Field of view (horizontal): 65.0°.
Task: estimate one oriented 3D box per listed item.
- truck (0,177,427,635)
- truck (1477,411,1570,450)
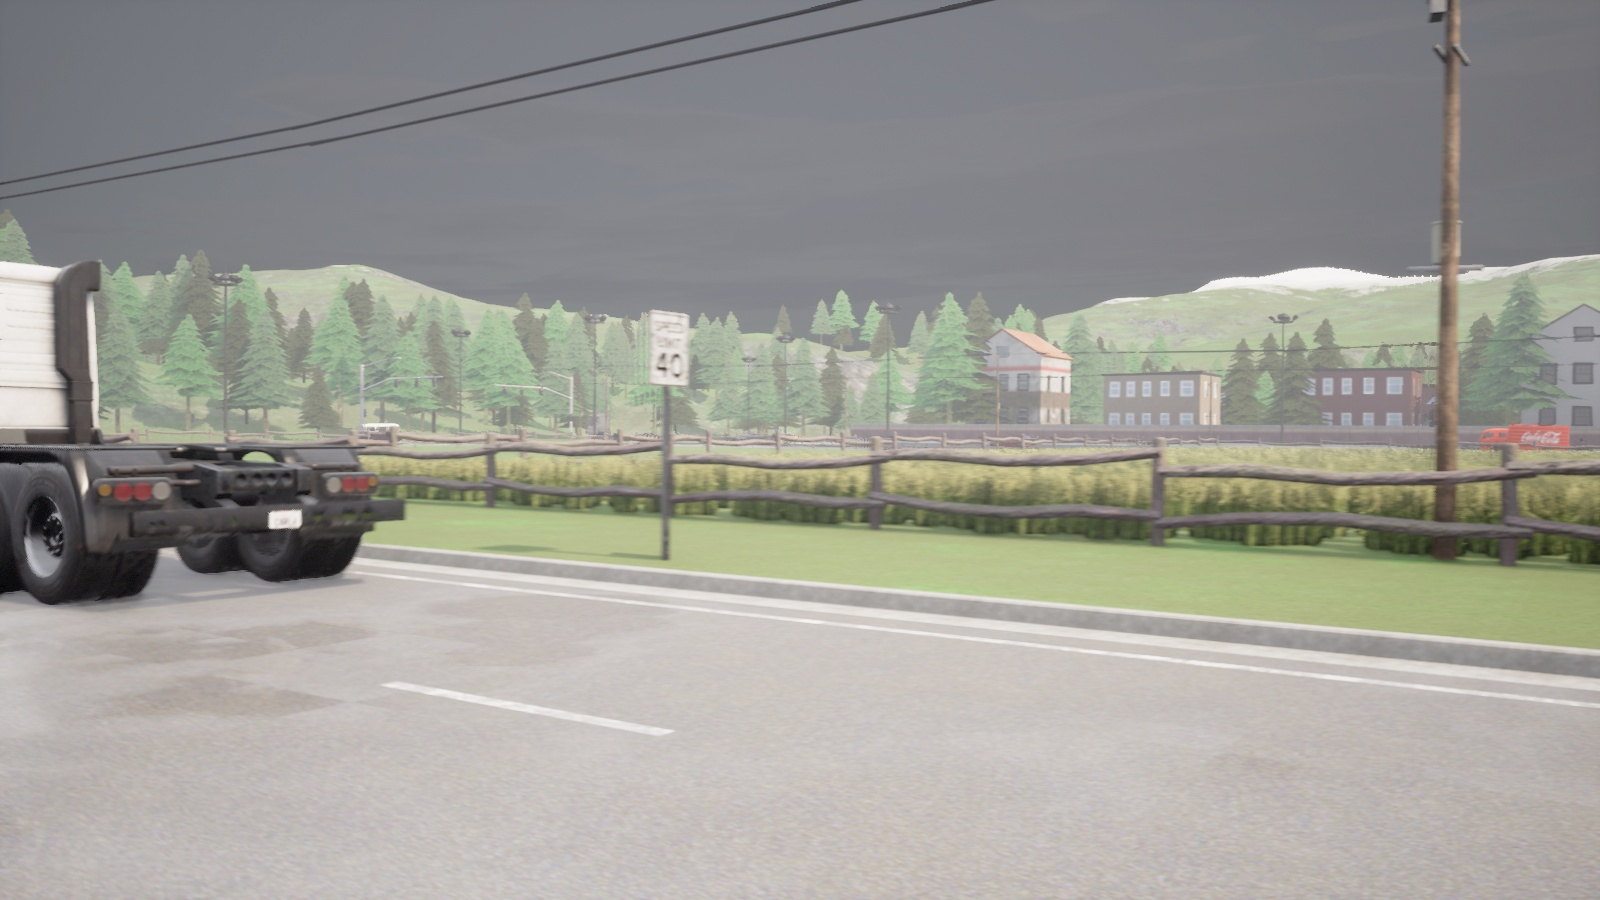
[{"bbox_3d":[-7.666,-0.349,12.899,7.936,3.462,2.891,0,1,34],"label":"truck"},{"bbox_3d":[48.064,-1.314,83.450,5.204,2.467,2.627,1,1,34],"label":"truck"}]
